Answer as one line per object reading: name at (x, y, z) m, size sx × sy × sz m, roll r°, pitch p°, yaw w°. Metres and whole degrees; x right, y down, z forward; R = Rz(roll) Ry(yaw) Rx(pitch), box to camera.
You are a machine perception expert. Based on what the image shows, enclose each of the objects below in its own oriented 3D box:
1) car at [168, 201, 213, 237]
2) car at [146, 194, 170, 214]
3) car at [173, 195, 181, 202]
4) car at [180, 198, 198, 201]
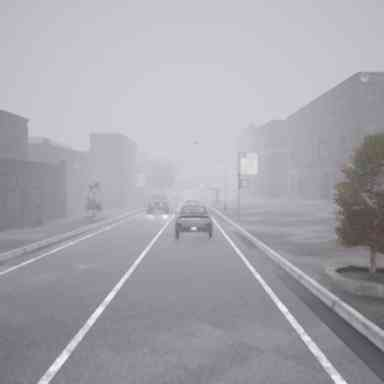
car at (0.087, 1.475, 17.743) m, size 2.128 × 1.511 × 4.902 m, roll 0°, pitch 0°, yaw 0°
car at (-3.553, 1.212, 36.097) m, size 2.150 × 2.045 × 5.566 m, roll 0°, pitch 0°, yaw 0°
car at (-3.412, 1.423, 76.819) m, size 1.882 × 1.535 × 5.008 m, roll 0°, pitch 0°, yaw 0°
car at (0.030, 1.537, 36.330) m, size 2.033 × 1.411 × 5.357 m, roll 0°, pitch 0°, yaw 0°
